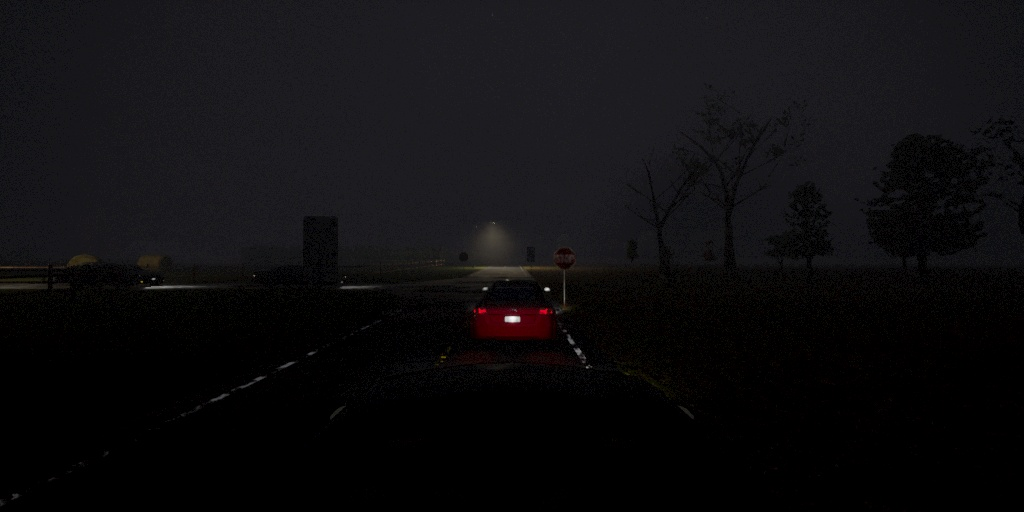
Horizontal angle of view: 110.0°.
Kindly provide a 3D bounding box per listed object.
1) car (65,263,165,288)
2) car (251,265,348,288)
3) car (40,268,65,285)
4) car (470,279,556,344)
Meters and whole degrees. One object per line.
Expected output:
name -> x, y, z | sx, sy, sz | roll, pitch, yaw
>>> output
car -> -24.669, 1.275, 22.622 | 4.181, 1.385, 1.994 | 0, -1, -2
car -> -13.455, 1.269, 22.806 | 5.357, 1.411, 2.033 | 0, -1, 0
car -> -30.035, 1.261, 25.389 | 4.892, 1.490, 1.837 | 0, -1, -2
car -> 0.099, 1.316, 9.638 | 1.994, 1.385, 4.181 | 0, 0, 3
